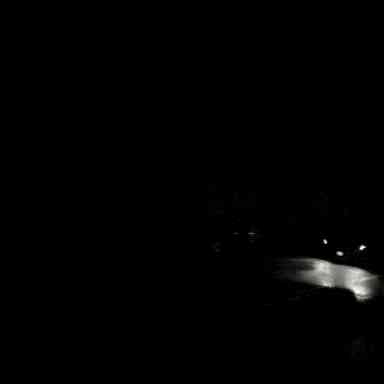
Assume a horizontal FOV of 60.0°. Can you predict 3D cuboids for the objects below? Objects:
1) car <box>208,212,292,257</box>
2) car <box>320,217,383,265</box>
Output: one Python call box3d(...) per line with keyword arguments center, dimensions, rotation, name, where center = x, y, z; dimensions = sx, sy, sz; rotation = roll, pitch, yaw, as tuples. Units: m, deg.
box3d(center=(1.725, 1.548, 13.069), dimensions=(4.902, 1.511, 2.128), rotation=(1, 0, -30), name="car")
box3d(center=(7.176, 1.642, 12.128), dimensions=(5.357, 1.411, 2.033), rotation=(1, 0, -28), name="car")
